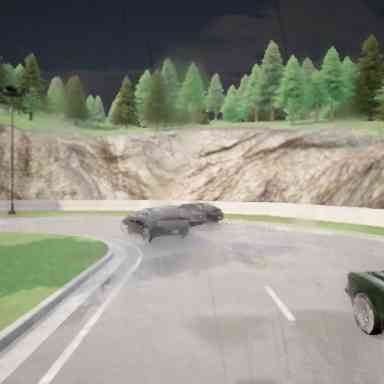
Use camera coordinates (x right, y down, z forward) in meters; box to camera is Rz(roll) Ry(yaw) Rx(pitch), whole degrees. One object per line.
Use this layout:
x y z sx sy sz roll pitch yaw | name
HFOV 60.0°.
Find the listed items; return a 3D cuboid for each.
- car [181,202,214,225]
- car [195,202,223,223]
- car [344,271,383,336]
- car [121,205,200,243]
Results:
-1.582 1.547 21.355 5.357 1.411 2.033 0 0 35 | car
-0.063 1.507 24.024 4.892 1.490 1.837 0 -1 38 | car
3.614 1.606 3.754 1.895 1.301 4.718 0 0 0 | car
-1.938 1.490 16.284 2.128 1.511 4.902 1 0 -31 | car
